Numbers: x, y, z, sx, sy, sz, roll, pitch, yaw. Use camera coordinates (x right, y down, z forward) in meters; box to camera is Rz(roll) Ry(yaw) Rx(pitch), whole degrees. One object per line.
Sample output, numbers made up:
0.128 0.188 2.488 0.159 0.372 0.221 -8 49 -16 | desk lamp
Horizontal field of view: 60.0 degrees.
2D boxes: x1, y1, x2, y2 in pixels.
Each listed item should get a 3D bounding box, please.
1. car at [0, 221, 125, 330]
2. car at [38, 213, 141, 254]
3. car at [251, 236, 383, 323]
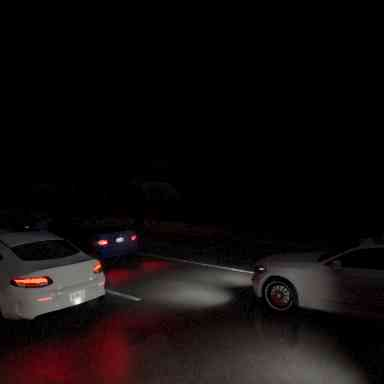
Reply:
-3.696 1.455 6.663 4.674 1.442 1.812 1 1 36 | car
-4.168 1.430 11.322 5.357 1.411 2.033 1 1 36 | car
3.356 1.525 5.898 4.674 1.442 1.812 0 0 36 | car
